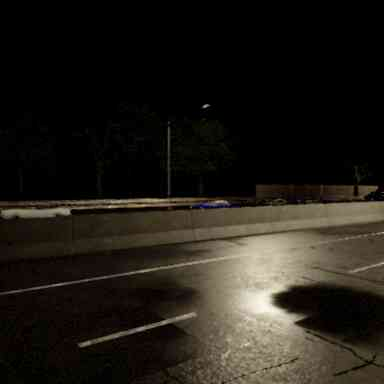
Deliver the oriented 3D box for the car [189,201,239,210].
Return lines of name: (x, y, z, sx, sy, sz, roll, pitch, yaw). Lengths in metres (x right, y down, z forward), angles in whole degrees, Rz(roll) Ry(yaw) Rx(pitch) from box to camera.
car: (2.077, 1.488, 31.261, 4.718, 1.301, 1.895, 0, 0, -35)

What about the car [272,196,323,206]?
car: (9.257, 1.372, 27.776, 4.892, 1.490, 1.837, 0, 0, -35)

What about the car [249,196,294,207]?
car: (7.249, 1.372, 30.643, 4.892, 1.490, 1.837, 0, 0, -35)

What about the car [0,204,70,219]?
car: (-12.013, 1.572, 25.516, 4.718, 1.301, 1.895, 0, 0, -35)

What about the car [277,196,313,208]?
car: (13.587, 1.283, 43.717, 5.008, 1.535, 1.882, 0, 0, -35)

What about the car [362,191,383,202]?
car: (27.489, 0.951, 49.218, 5.566, 2.045, 2.150, -2, 1, -35)
